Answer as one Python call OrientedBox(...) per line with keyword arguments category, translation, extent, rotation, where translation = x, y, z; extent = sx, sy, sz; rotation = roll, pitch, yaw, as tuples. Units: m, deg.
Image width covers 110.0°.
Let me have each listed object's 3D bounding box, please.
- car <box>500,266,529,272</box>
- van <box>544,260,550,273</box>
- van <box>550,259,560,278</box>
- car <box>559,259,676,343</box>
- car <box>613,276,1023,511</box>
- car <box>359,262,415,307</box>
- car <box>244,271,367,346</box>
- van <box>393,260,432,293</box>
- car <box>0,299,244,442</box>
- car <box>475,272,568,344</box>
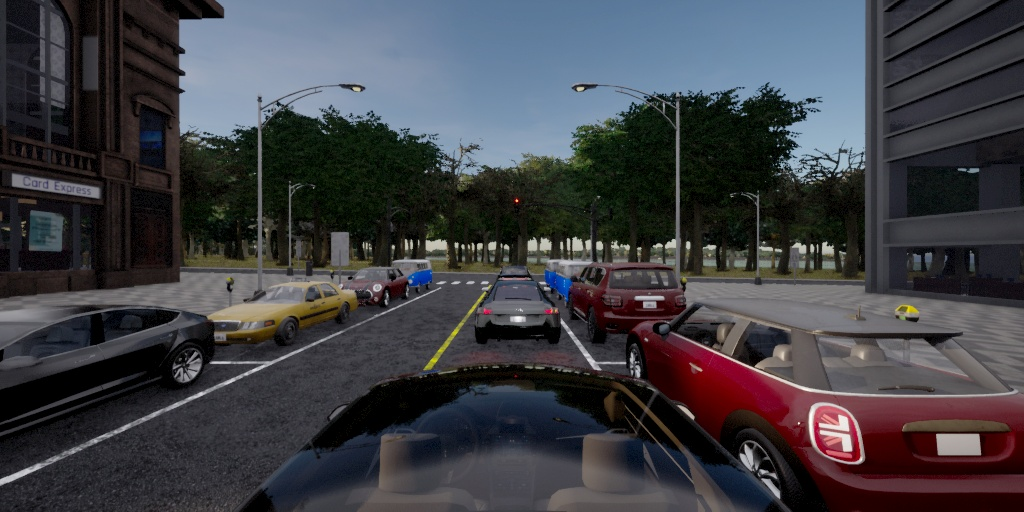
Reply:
OrientedBox(category="car", translation=(0.132, 1.243, 18.525), extent=(2.128, 1.511, 4.902), rotation=(0, 0, 0))
OrientedBox(category="van", translation=(2.797, 1.092, 20.470), extent=(1.690, 1.789, 3.998), rotation=(0, 0, 0))
OrientedBox(category="van", translation=(2.787, 1.092, 15.033), extent=(1.690, 1.789, 3.998), rotation=(0, 0, 0))
OrientedBox(category="car", translation=(2.777, 1.065, 9.595), extent=(2.192, 1.841, 5.009), rotation=(0, 0, 0))
OrientedBox(category="car", translation=(2.766, 1.190, 4.157), extent=(1.967, 1.591, 4.097), rotation=(0, 0, 0))
OrientedBox(category="car", translation=(-5.738, 1.191, 15.049), extent=(1.967, 1.591, 4.097), rotation=(0, 0, 0))
OrientedBox(category="car", translation=(-5.749, 1.276, 9.441), extent=(1.751, 1.417, 4.829), rotation=(0, 0, 0))
OrientedBox(category="van", translation=(-5.728, 1.092, 20.486), extent=(1.690, 1.789, 3.998), rotation=(0, 0, 0))
OrientedBox(category="car", translation=(-5.759, 1.316, 4.174), extent=(1.948, 1.339, 4.313), rotation=(0, 0, 0))
OrientedBox(category="car", translation=(0.119, 1.314, 9.643), extent=(1.994, 1.385, 4.181), rotation=(0, 0, 0))
